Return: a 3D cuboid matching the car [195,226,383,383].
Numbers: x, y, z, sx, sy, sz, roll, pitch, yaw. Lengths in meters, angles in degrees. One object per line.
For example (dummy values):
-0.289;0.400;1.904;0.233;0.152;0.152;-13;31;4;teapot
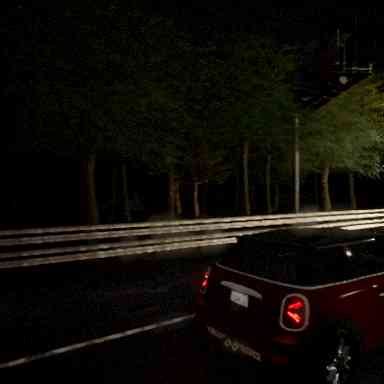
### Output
2.342;1.351;5.354;4.553;1.767;2.097;0;0;-34;car
